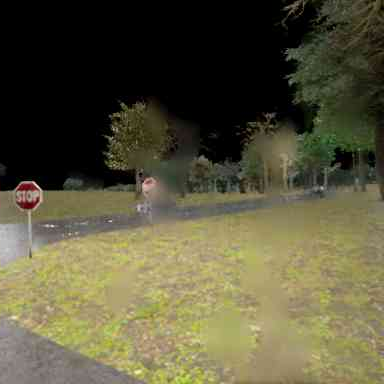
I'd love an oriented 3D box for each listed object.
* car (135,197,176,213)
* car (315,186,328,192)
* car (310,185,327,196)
[{"bbox_3d":[-3.528,1.225,32.746,2.128,1.511,4.902,-3,-1,34],"label":"car"},{"bbox_3d":[34.419,-0.882,88.113,2.033,1.411,5.357,-3,0,35],"label":"car"},{"bbox_3d":[23.065,-0.335,60.978,2.097,1.767,4.553,-3,0,28],"label":"car"}]
